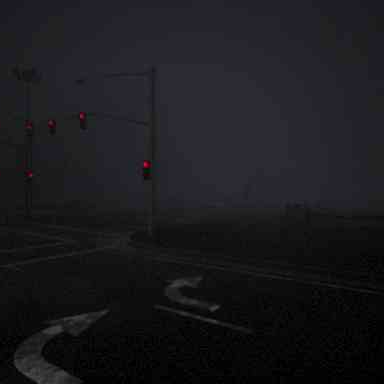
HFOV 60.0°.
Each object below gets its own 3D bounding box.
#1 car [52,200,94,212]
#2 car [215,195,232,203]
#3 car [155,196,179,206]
[{"bbox_3d":[-14.038,1.566,39.310,1.895,1.301,4.718,0,0,35],"label":"car"},{"bbox_3d":[6.471,1.475,68.339,1.837,1.490,4.892,0,0,36],"label":"car"},{"bbox_3d":[-4.023,1.458,53.623,2.128,1.511,4.902,0,0,35],"label":"car"}]
